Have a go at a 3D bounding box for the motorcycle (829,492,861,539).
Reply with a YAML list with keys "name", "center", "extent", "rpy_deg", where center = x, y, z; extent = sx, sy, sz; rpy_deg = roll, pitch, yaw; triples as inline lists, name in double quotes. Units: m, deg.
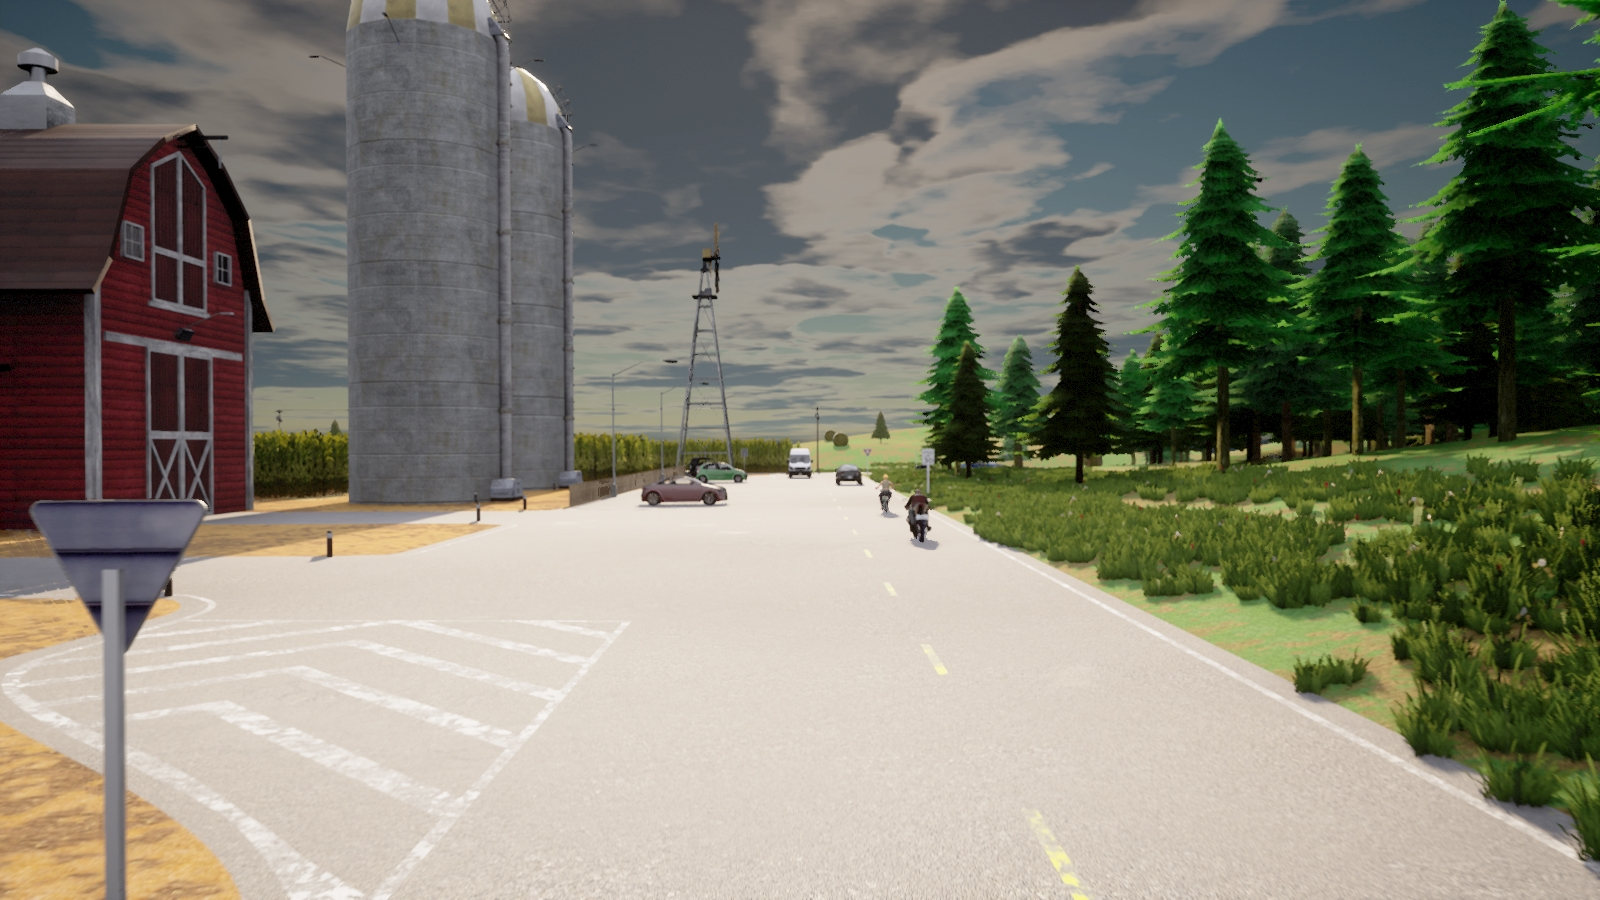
- name: "motorcycle"
  center: [1.316, 1.926, 33.880]
  extent: [0.867, 1.251, 2.209]
  rpy_deg: [0, 0, 0]
